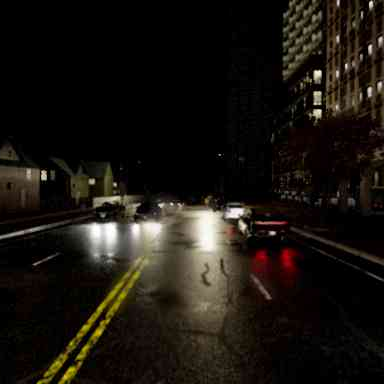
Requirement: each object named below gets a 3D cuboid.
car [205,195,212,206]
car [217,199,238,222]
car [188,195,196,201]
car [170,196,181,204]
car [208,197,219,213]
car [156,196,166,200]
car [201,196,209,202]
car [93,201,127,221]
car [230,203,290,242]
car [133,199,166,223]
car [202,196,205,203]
[{"bbox_3d":[3.240,1.531,48.299,1.837,1.490,4.892,0,0,0],"label":"car"},{"bbox_3d":[3.245,1.533,26.291,1.812,1.442,4.674,0,0,0],"label":"car"},{"bbox_3d":[-0.018,1.566,90.374,2.128,1.511,4.902,0,0,0],"label":"car"},{"bbox_3d":[-3.267,1.553,67.603,1.837,1.490,4.892,0,0,0],"label":"car"},{"bbox_3d":[3.243,1.561,37.295,2.033,1.411,5.357,0,0,0],"label":"car"},{"bbox_3d":[-6.513,1.575,69.209,2.128,1.511,4.902,0,0,0],"label":"car"},{"bbox_3d":[3.234,1.612,81.311,1.812,1.442,4.674,0,0,0],"label":"car"},{"bbox_3d":[-6.602,1.498,27.116,2.128,1.511,4.902,0,0,0],"label":"car"},{"bbox_3d":[3.346,1.495,16.235,2.128,1.511,4.902,0,0,0],"label":"car"},{"bbox_3d":[-3.352,1.532,26.024,1.812,1.442,4.674,0,0,0],"label":"car"},{"bbox_3d":[3.238,1.500,59.493,1.801,1.575,5.366,0,0,0],"label":"car"}]
